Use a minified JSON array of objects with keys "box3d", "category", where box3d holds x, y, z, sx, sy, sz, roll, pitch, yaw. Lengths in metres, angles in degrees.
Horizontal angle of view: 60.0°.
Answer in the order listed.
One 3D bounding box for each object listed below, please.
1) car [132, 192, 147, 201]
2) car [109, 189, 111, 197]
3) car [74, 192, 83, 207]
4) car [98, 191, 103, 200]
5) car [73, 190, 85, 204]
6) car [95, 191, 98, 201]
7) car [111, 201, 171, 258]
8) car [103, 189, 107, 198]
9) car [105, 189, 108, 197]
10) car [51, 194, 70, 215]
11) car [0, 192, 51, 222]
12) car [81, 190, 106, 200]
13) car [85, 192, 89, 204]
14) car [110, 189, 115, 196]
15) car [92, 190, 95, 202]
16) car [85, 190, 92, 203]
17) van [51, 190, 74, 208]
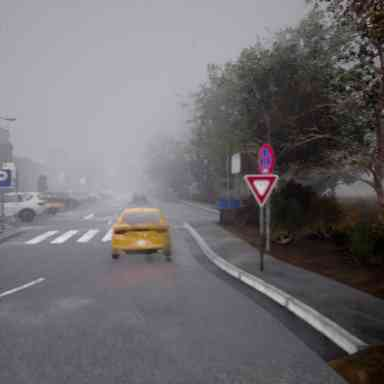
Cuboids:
[{"box3d":[-7.900,0.710,49.922,2.097,1.767,4.553,-1,1,-9],"category":"car"},{"box3d":[-21.722,0.722,76.155,4.792,1.488,2.163,-2,1,-29],"category":"car"},{"box3d":[-15.471,1.144,37.613,5.008,1.535,2.097,-2,1,-29],"category":"car"},{"box3d":[-18.359,0.667,55.411,5.566,2.045,2.435,-2,1,-29],"category":"car"},{"box3d":[-16.000,0.980,40.568,4.553,1.767,2.185,-2,1,-29],"category":"car"},{"box3d":[-17.872,0.983,52.455,4.792,1.488,2.163,-2,1,-29],"category":"car"},{"box3d":[-1.848,1.330,12.348,1.882,1.535,5.008,-1,1,-8],"category":"car"},{"box3d":[-19.176,0.841,61.420,5.366,1.575,1.946,-2,1,-29],"category":"car"},{"box3d":[-19.815,0.565,64.309,5.566,2.045,2.435,-2,1,-29],"category":"car"},{"box3d":[-13.848,1.252,28.817,5.366,1.575,1.946,-2,1,-29],"category":"car"},{"box3d":[-13.045,1.088,22.771,5.566,2.045,2.435,-2,1,-29],"category":"car"},{"box3d":[-20.814,0.629,70.201,4.553,1.767,2.185,-2,1,-29],"category":"car"},{"box3d":[-16.449,1.107,43.545,4.674,1.452,2.002,-2,1,-29],"category":"car"},{"box3d":[-23.710,0.583,87.981,4.892,1.521,2.231,-2,1,-29],"category":"car"},{"box3d":[-17.386,0.864,49.479,4.553,1.767,2.185,-2,1,-29],"category":"car"},{"box3d":[-16.904,0.902,46.516,4.553,1.767,2.185,-2,1,-29],"category":"car"},{"box3d":[-15.097,0.961,34.586,4.442,1.987,1.878,-2,1,-29],"category":"van"}]
